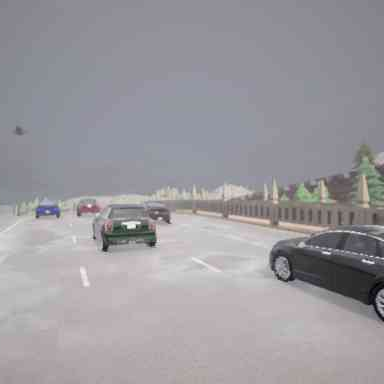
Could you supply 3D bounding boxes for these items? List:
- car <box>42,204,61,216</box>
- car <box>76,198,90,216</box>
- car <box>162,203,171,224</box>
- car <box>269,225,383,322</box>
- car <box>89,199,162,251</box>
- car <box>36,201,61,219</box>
[{"bbox_3d":[-16.946,2.202,40.231,1.994,1.385,4.181,0,-4,-20],"label":"car"},{"bbox_3d":[-10.410,1.461,33.158,2.097,1.767,4.553,0,-2,-21],"label":"car"},{"bbox_3d":[-2.925,1.425,23.650,1.837,1.490,4.892,0,1,-21],"label":"car"},{"bbox_3d":[3.573,1.458,7.065,1.837,1.490,4.892,0,0,-21],"label":"car"},{"bbox_3d":[-3.038,1.308,14.342,2.097,1.767,4.553,0,0,-21],"label":"car"},{"bbox_3d":[-12.842,1.535,29.774,1.882,1.535,5.008,0,-1,-21],"label":"car"}]
